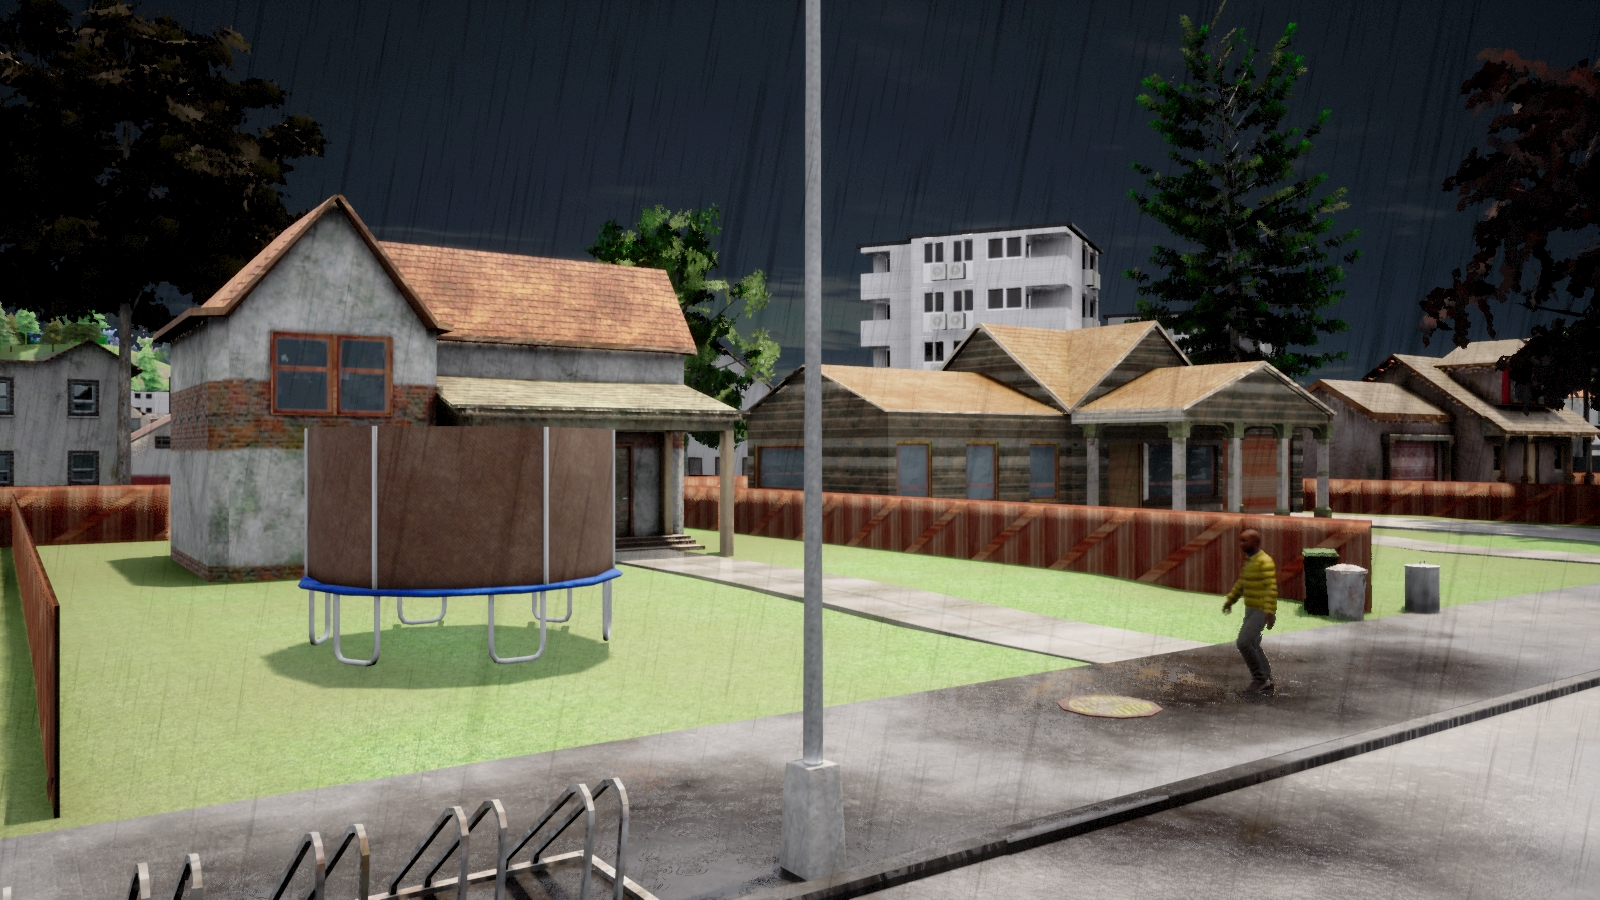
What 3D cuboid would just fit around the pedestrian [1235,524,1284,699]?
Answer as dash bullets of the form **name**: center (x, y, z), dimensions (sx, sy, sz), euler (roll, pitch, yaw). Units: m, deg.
- **pedestrian**: center (5.010, 1.746, 12.479), dimensions (0.375, 1.860, 0.375), euler (0, 0, -2)
